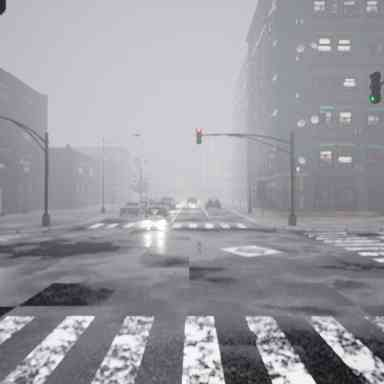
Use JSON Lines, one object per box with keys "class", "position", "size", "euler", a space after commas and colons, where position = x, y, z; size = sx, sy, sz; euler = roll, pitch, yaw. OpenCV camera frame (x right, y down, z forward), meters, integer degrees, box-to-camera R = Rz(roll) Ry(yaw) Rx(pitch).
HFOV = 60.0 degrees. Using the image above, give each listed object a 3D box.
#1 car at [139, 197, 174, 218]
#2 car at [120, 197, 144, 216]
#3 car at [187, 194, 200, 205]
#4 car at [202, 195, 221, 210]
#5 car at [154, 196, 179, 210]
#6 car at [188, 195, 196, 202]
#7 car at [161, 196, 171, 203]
{"class": "car", "position": [-3.093, 1.473, 30.090], "size": [2.128, 1.511, 4.902], "euler": [0, 0, 0]}
{"class": "car", "position": [-5.748, 1.525, 31.941], "size": [1.887, 1.381, 4.507], "euler": [1, 0, 0]}
{"class": "car", "position": [0.009, 1.442, 59.610], "size": [1.882, 1.535, 5.008], "euler": [0, 0, 0]}
{"class": "car", "position": [2.712, 1.414, 43.370], "size": [1.967, 1.590, 4.097], "euler": [1, 0, 0]}
{"class": "car", "position": [-3.088, 1.326, 41.246], "size": [2.097, 1.767, 4.553], "euler": [0, 0, 0]}
{"class": "car", "position": [0.010, 1.315, 70.036], "size": [1.812, 1.442, 4.674], "euler": [0, 0, 0]}
{"class": "car", "position": [-5.666, 1.540, 71.744], "size": [1.802, 1.307, 4.206], "euler": [1, 0, 0]}
